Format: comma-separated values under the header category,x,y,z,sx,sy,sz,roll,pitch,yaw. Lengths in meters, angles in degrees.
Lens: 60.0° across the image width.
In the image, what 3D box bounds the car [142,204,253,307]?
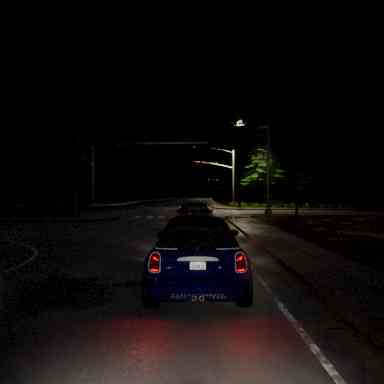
category,x,y,z,sx,sy,sz,roll,pitch,yaw
car,0.106,1.347,8.116,2.097,1.767,4.553,0,0,0

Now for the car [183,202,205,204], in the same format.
category,x,y,z,sx,sy,sz,roll,pitch,yaw
car,0.116,1.338,18.237,2.097,1.767,4.553,0,0,0
